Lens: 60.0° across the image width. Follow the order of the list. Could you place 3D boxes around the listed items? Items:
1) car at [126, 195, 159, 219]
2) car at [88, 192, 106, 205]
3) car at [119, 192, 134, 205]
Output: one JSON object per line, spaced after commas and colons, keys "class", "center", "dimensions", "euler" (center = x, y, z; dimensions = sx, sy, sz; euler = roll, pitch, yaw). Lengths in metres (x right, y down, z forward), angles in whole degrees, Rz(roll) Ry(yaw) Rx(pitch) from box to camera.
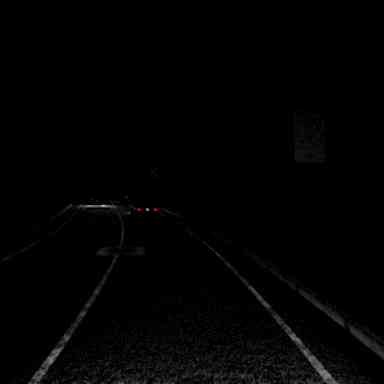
{"class": "car", "center": [-3.748, 1.243, 25.925], "dimensions": [2.033, 1.411, 5.357], "euler": [1, 1, -14]}
{"class": "car", "center": [-11.536, 0.740, 40.444], "dimensions": [1.837, 1.490, 4.892], "euler": [1, 1, -16]}
{"class": "car", "center": [-8.188, 0.770, 42.135], "dimensions": [2.128, 1.511, 4.902], "euler": [1, 1, -16]}
